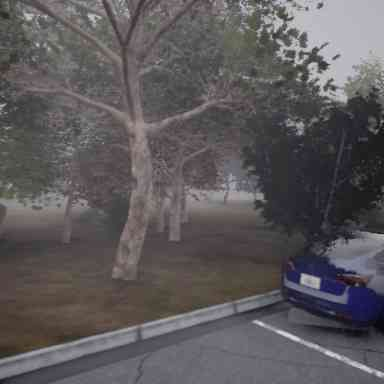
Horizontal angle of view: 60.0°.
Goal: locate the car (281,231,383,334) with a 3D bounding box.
[{"bbox_3d":[3.928,1.553,6.837,4.792,1.488,2.163,1,1,-33],"label":"car"}]
